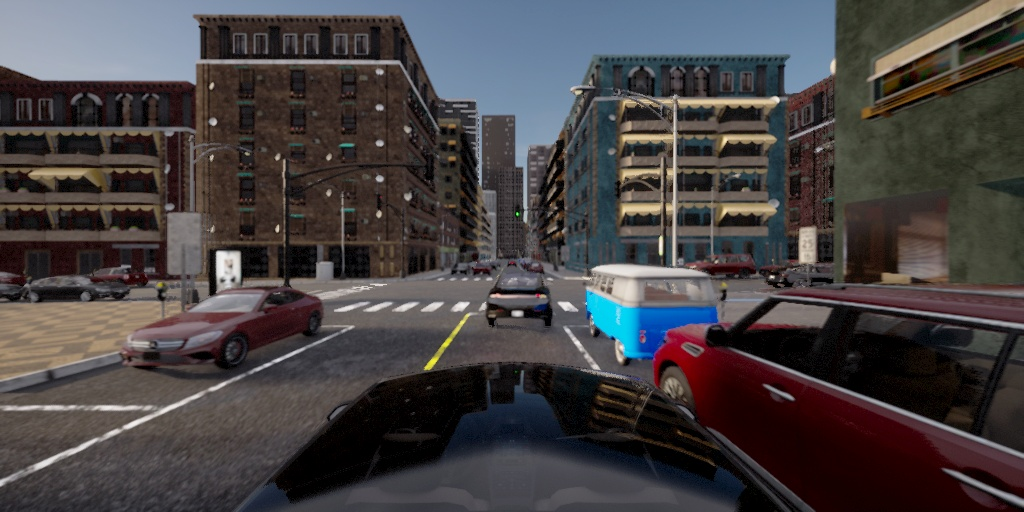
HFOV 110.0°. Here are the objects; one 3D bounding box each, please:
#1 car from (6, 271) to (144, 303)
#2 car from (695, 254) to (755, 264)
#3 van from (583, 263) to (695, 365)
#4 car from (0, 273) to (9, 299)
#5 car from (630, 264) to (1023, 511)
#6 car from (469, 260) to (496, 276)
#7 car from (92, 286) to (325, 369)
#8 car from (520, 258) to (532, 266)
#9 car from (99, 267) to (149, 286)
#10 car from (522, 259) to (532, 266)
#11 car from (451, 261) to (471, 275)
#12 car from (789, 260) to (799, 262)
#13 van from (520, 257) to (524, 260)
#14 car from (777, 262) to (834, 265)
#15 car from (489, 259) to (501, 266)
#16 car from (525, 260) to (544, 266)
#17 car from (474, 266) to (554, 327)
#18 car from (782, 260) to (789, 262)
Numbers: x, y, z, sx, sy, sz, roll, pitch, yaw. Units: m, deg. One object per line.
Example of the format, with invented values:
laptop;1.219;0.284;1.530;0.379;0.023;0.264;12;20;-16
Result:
car;-22.392;1.661;18.527;4.403;1.370;2.007;0;0;0
car;15.774;0.817;27.310;5.009;1.841;2.192;0;0;0
van;2.690;1.099;7.756;1.690;1.789;3.998;0;0;0
car;-27.962;1.743;18.487;4.403;1.370;2.007;0;0;0
car;2.689;1.065;2.229;2.192;1.841;5.009;0;0;0
car;-3.094;1.406;38.160;1.895;1.301;4.718;0;0;0
car;-5.692;1.340;7.758;1.802;1.307;4.207;0;0;0
car;2.692;1.385;56.721;1.888;1.381;4.507;0;0;0
car;-30.259;1.610;27.111;4.097;1.591;1.967;0;0;0
car;2.692;1.384;45.674;1.948;1.339;4.313;0;0;0
car;-5.690;1.374;40.163;1.948;1.339;4.313;0;0;0
car;19.607;1.048;21.530;4.181;1.385;1.994;-1;0;-1
van;2.693;1.192;62.244;1.690;1.789;3.998;0;0;0
car;15.795;1.121;18.930;4.313;1.339;1.948;0;0;0
car;-3.079;1.432;52.271;1.895;1.301;4.718;0;0;0
car;2.691;1.390;40.151;1.802;1.307;4.207;0;0;0
car;0.319;1.255;11.540;2.128;1.511;4.902;0;0;4
car;21.344;0.967;27.350;4.507;1.381;1.888;0;0;0
